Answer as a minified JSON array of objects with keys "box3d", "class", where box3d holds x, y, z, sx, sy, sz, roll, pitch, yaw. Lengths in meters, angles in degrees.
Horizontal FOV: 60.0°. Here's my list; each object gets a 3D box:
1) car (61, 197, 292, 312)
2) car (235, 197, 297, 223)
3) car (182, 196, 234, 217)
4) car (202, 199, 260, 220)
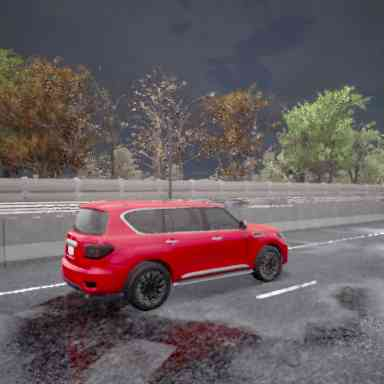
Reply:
[{"box3d":[-0.142,1.204,7.946,5.566,2.045,2.150,0,0,-36],"class":"car"},{"box3d":[5.645,1.276,25.215,4.553,1.767,2.097,0,0,-35],"class":"car"},{"box3d":[1.540,1.276,30.885,4.553,1.767,2.097,0,0,-35],"class":"car"},{"box3d":[3.345,1.430,27.875,4.892,1.490,1.837,0,0,-35],"class":"car"}]
